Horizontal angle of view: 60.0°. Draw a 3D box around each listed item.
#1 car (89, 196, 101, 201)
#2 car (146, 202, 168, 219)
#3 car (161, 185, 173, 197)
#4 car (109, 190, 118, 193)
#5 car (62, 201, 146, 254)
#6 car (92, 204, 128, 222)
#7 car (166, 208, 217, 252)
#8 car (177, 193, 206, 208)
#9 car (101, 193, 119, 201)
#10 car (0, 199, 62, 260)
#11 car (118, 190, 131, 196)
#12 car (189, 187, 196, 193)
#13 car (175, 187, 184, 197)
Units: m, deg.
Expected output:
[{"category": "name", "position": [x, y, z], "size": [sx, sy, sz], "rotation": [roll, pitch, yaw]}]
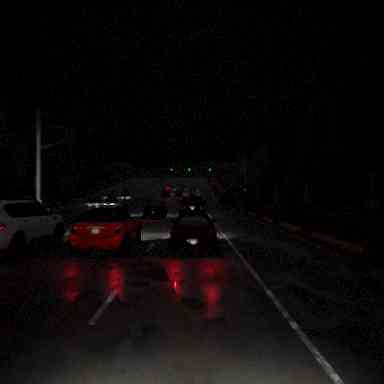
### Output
[{"category": "car", "position": [-20.997, 1.601, 72.285], "size": [1.812, 1.442, 4.674], "rotation": [0, 2, 0]}, {"category": "car", "position": [-3.426, 1.654, 31.698], "size": [1.882, 1.535, 5.008], "rotation": [0, 0, 0]}, {"category": "car", "position": [-6.921, 0.199, 86.451], "size": [2.150, 2.045, 5.566], "rotation": [0, 6, 0]}, {"category": "car", "position": [-20.910, 0.262, 88.621], "size": [2.033, 1.411, 5.357], "rotation": [0, 6, 0]}, {"category": "car", "position": [-3.438, 1.431, 14.025], "size": [2.097, 1.767, 4.553], "rotation": [0, 0, 0]}, {"category": "car", "position": [-6.941, 1.761, 28.727], "size": [1.895, 1.301, 4.718], "rotation": [0, 0, 0]}, {"category": "car", "position": [0.063, 1.605, 14.188], "size": [1.812, 1.442, 4.674], "rotation": [0, 0, 0]}, {"category": "car", "position": [0.060, 1.385, 28.983], "size": [2.150, 2.045, 5.566], "rotation": [0, 0, 0]}, {"category": "car", "position": [-17.497, 1.583, 72.036], "size": [1.837, 1.490, 4.892], "rotation": [0, 2, 0]}, {"category": "car", "position": [-6.948, 1.294, 12.972], "size": [2.150, 2.045, 5.566], "rotation": [0, 0, 1]}, {"category": "car", "position": [-17.410, 0.283, 88.500], "size": [2.033, 1.411, 5.357], "rotation": [0, 6, 0]}, {"category": "car", "position": [0.081, 0.413, 86.826], "size": [1.882, 1.535, 5.008], "rotation": [0, 6, 0]}, {"category": "car", "position": [-3.419, 0.413, 86.845], "size": [1.882, 1.535, 5.008], "rotation": [0, 6, 0]}]
